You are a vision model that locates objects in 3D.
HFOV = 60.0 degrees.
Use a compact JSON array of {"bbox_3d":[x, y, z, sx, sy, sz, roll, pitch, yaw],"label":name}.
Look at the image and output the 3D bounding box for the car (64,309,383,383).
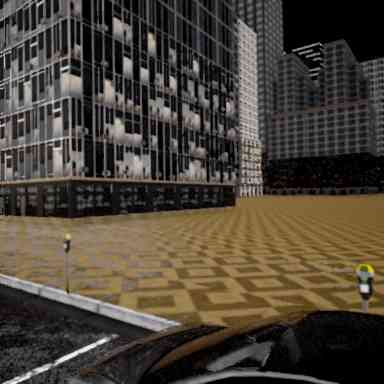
[{"bbox_3d":[0.884,1.571,2.251,4.313,1.339,1.947,-1,-1,36],"label":"car"}]
